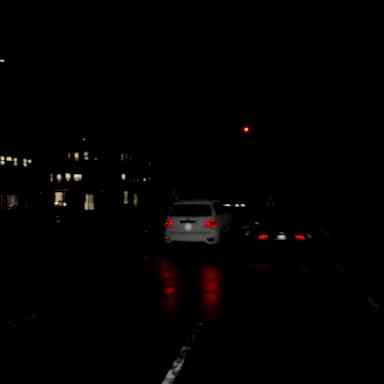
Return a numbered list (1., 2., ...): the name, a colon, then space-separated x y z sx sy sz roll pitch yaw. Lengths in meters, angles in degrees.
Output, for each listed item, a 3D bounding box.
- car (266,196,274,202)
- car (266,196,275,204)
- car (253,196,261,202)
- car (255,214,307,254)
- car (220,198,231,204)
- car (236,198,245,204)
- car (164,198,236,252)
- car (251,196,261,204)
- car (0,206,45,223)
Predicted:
1. car: 20.091 1.758 85.686 2.128 1.511 4.902 -1 0 13
2. car: 17.495 1.917 74.339 1.895 1.301 4.718 -1 0 13
3. car: 16.923 1.756 86.412 1.882 1.535 5.008 -1 0 13
4. car: 3.629 1.611 13.844 2.033 1.411 5.357 -1 0 13
5. car: 7.570 2.028 74.679 1.994 1.385 4.181 -1 0 13
6. car: 10.738 1.983 73.953 1.994 1.385 4.181 -1 0 13
7. car: 0.464 1.325 14.604 2.150 2.045 5.566 -1 0 13
8. car: 14.320 1.867 75.036 1.837 1.490 4.892 -1 0 13
9. car: -16.113 2.264 31.549 4.313 1.339 1.947 -1 1 13
